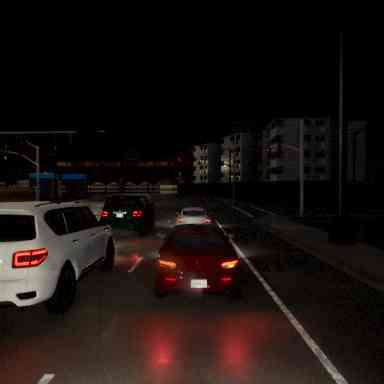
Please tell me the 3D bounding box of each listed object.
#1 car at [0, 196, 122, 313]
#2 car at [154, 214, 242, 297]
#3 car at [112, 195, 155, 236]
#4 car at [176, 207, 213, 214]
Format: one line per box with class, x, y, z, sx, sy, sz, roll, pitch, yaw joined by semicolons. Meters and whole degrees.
car;-3.383;1.218;7.788;2.150;2.045;5.566;0;0;0
car;0.120;1.521;8.431;1.812;1.442;4.674;0;0;0
car;-3.352;1.179;18.147;2.150;2.045;5.566;0;0;0
car;0.115;1.490;17.518;1.812;1.442;4.674;0;0;1
